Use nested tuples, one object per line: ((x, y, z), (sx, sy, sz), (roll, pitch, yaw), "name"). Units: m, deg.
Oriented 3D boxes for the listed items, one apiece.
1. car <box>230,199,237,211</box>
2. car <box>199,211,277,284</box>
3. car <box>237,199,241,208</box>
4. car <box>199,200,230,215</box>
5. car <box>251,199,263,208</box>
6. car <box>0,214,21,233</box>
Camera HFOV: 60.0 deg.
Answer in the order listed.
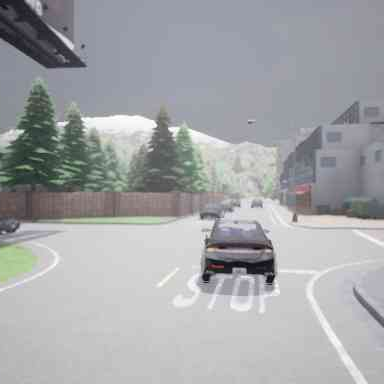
((4.197, 1.776, 41.548), (1.812, 1.442, 4.674), (0, 0, 12), "car")
((1.290, 1.549, 9.847), (2.128, 1.511, 4.902), (0, 0, 5), "car")
((7.168, 1.903, 55.802), (1.994, 1.385, 4.181), (0, 0, 12), "car")
((1.969, 1.731, 30.749), (2.033, 1.411, 5.357), (0, 0, 12), "car")
((11.125, 1.900, 56.859), (2.033, 1.411, 5.357), (0, 0, 12), "car")
((-11.096, 1.426, 16.845), (4.674, 1.442, 1.812), (0, 0, 11), "car")
